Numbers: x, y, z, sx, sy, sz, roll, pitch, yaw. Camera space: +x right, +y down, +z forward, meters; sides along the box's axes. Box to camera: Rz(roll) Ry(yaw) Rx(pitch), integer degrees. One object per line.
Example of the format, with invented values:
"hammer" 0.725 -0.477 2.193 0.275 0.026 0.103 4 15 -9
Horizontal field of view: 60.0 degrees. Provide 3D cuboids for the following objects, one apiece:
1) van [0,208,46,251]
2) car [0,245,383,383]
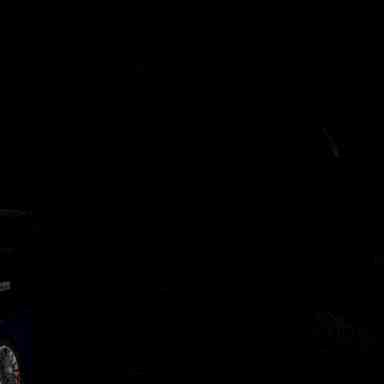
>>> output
"van" -4.847 1.269 6.584 4.442 1.987 1.878 0 0 35
"car" -0.174 1.517 3.368 4.674 1.452 2.002 0 0 35
